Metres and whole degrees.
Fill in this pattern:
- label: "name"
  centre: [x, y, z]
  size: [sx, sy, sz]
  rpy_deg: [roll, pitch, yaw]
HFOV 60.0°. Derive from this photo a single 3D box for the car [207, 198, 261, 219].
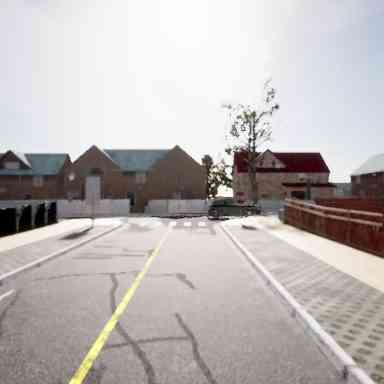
- label: "car"
  centre: [3.561, 1.316, 28.368]
  size: [4.553, 1.767, 2.097]
  rpy_deg: [-1, -1, 0]
